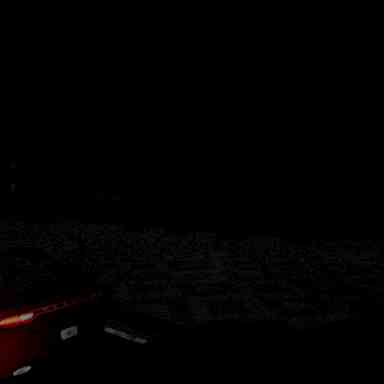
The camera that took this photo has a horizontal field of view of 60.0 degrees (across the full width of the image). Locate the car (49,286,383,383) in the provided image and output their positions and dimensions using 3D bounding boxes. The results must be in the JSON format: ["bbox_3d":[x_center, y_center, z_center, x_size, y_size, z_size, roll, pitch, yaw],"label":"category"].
[{"bbox_3d":[1.300,1.545,2.038,4.507,1.381,1.887,0,0,35],"label":"car"}]

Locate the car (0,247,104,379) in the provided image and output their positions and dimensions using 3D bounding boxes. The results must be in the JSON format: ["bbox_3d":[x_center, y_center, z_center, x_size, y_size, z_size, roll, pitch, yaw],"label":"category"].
[{"bbox_3d":[-3.294,1.569,5.304,4.507,1.381,1.887,0,0,35],"label":"car"}]
